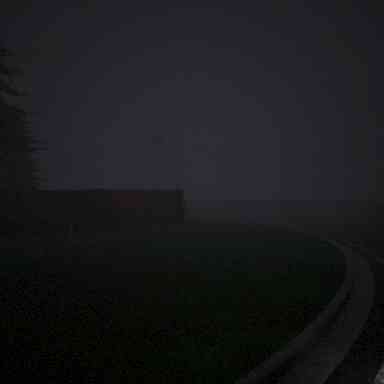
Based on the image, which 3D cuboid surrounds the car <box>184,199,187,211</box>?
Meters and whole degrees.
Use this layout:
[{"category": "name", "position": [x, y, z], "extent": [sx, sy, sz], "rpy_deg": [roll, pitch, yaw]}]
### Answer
[{"category": "car", "position": [-3.125, 1.482, 37.526], "extent": [5.566, 2.045, 2.150], "rpy_deg": [-1, -1, 36]}]
